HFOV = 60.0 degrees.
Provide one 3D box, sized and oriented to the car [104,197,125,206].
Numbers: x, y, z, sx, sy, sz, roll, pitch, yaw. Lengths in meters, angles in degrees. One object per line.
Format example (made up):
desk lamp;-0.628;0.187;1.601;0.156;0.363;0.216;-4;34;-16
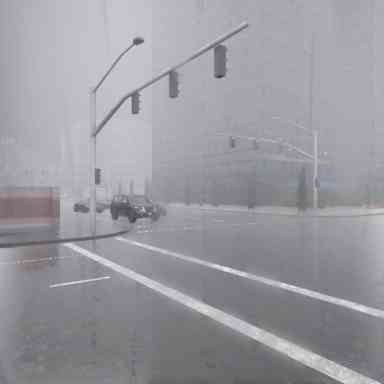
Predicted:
car;-13.119;1.526;56.451;1.812;1.442;4.674;0;0;-36

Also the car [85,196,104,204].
car;-19.086;1.492;64.785;2.128;1.511;4.902;0;0;-36

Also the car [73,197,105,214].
car;-11.053;1.547;35.188;2.033;1.411;5.357;0;0;-36

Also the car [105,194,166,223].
car;-4.598;1.221;26.152;2.150;2.045;5.566;0;0;-35
